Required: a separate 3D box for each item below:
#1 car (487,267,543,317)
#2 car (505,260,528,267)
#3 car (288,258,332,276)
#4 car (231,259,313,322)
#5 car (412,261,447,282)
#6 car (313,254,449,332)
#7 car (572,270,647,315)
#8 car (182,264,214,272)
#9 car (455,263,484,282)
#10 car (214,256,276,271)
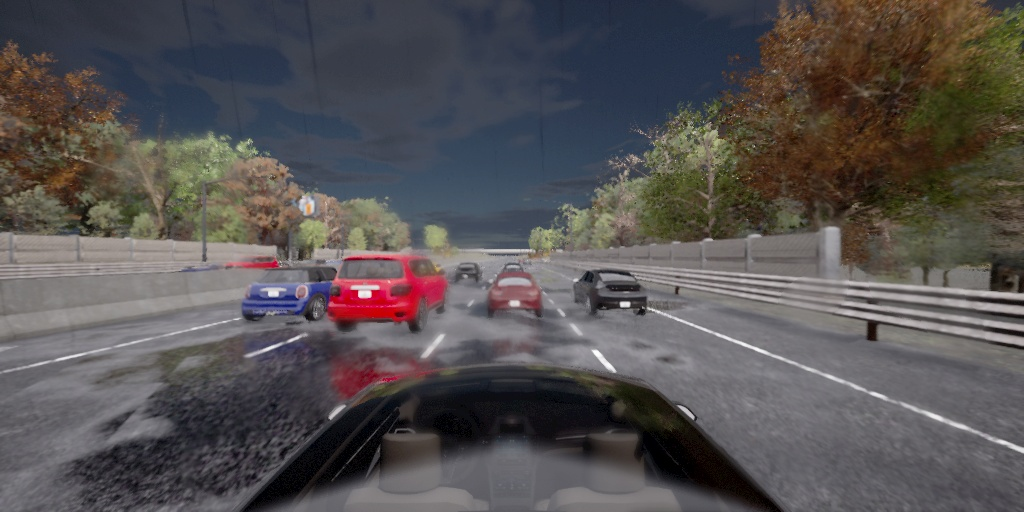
[{"bbox_3d":[0.100,1.286,13.157,1.812,1.442,4.674,0,0,0],"label":"car"},{"bbox_3d":[0.097,1.304,29.961,1.812,1.442,4.674,0,0,0],"label":"car"},{"bbox_3d":[-21.093,1.141,37.663,2.097,1.767,4.553,0,0,0],"label":"car"},{"bbox_3d":[-6.901,1.112,12.495,2.097,1.767,4.553,0,0,0],"label":"car"},{"bbox_3d":[-6.903,1.257,30.518,1.882,1.535,5.008,0,0,0],"label":"car"},{"bbox_3d":[-3.403,0.980,10.976,2.150,2.045,5.566,0,0,0],"label":"car"},{"bbox_3d":[3.500,1.254,13.512,1.837,1.490,4.892,0,0,0],"label":"car"},{"bbox_3d":[-28.098,1.384,33.581,1.895,1.301,4.718,0,0,0],"label":"car"},{"bbox_3d":[-3.402,1.282,28.887,1.837,1.490,4.892,0,0,0],"label":"car"},{"bbox_3d":[-24.599,1.006,33.908,2.150,2.045,5.566,0,0,0],"label":"car"}]
